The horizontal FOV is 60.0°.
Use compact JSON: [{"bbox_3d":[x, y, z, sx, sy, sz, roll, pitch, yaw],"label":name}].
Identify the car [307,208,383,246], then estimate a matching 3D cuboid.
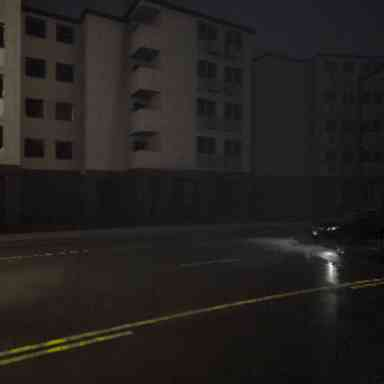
[{"bbox_3d":[7.409,1.465,14.715,4.674,1.442,1.812,0,0,-17],"label":"car"}]
